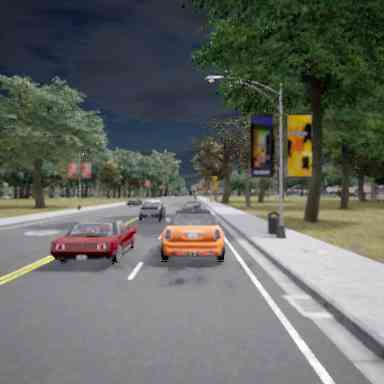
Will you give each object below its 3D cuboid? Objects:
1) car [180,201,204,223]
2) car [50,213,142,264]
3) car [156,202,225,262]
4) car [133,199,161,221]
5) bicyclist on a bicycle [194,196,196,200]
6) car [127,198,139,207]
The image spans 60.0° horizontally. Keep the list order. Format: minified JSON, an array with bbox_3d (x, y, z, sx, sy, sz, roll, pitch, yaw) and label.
[{"bbox_3d":[0.046,1.597,27.600,1.837,1.490,4.892,0,0,0],"label":"car"},{"bbox_3d":[-3.209,1.640,11.964,1.895,1.301,4.718,0,0,1],"label":"car"},{"bbox_3d":[0.044,1.392,12.502,2.097,1.767,4.553,0,0,1],"label":"car"},{"bbox_3d":[-3.205,1.583,27.584,2.128,1.511,4.902,0,0,1],"label":"car"},{"bbox_3d":[0.894,1.710,93.009,0.659,1.776,1.843,0,0,0],"label":"bicyclist on a bicycle"},{"bbox_3d":[-9.802,1.742,56.969,2.033,1.411,5.357,0,0,1],"label":"car"}]
